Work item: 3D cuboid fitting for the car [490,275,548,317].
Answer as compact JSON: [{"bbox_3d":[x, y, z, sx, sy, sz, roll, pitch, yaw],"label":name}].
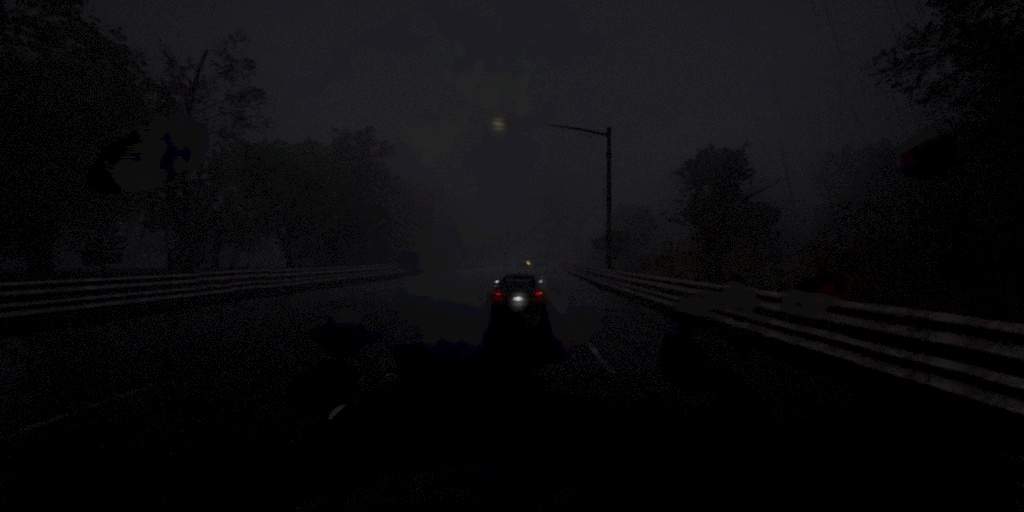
[{"bbox_3d":[0.277,1.384,13.514,1.994,1.385,4.181,0,0,1],"label":"car"}]
